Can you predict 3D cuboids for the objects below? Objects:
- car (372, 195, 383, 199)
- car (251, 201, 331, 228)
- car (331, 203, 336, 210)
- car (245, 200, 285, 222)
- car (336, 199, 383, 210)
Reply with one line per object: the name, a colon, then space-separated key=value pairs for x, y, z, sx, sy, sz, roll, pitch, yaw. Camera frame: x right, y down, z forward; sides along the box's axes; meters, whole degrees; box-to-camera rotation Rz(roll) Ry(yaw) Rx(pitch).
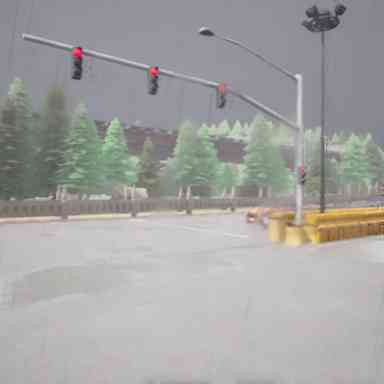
car: x=20.698 y=1.377 z=35.890 sx=5.566 sy=2.045 sz=2.150 roll=-1 pitch=0 yaw=-36
car: x=6.462 y=1.582 z=21.451 sx=4.902 sy=1.511 sz=2.128 roll=0 pitch=0 yaw=-36
car: x=13.190 y=1.709 z=30.481 sx=4.181 sy=1.385 sz=1.994 roll=0 pitch=0 yaw=-36
car: x=6.203 y=1.453 z=25.579 sx=4.553 sy=1.767 sz=2.097 roll=0 pitch=0 yaw=-35
car: x=14.185 y=1.616 z=26.914 sx=5.008 sy=1.535 sz=1.882 roll=0 pitch=0 yaw=-35
